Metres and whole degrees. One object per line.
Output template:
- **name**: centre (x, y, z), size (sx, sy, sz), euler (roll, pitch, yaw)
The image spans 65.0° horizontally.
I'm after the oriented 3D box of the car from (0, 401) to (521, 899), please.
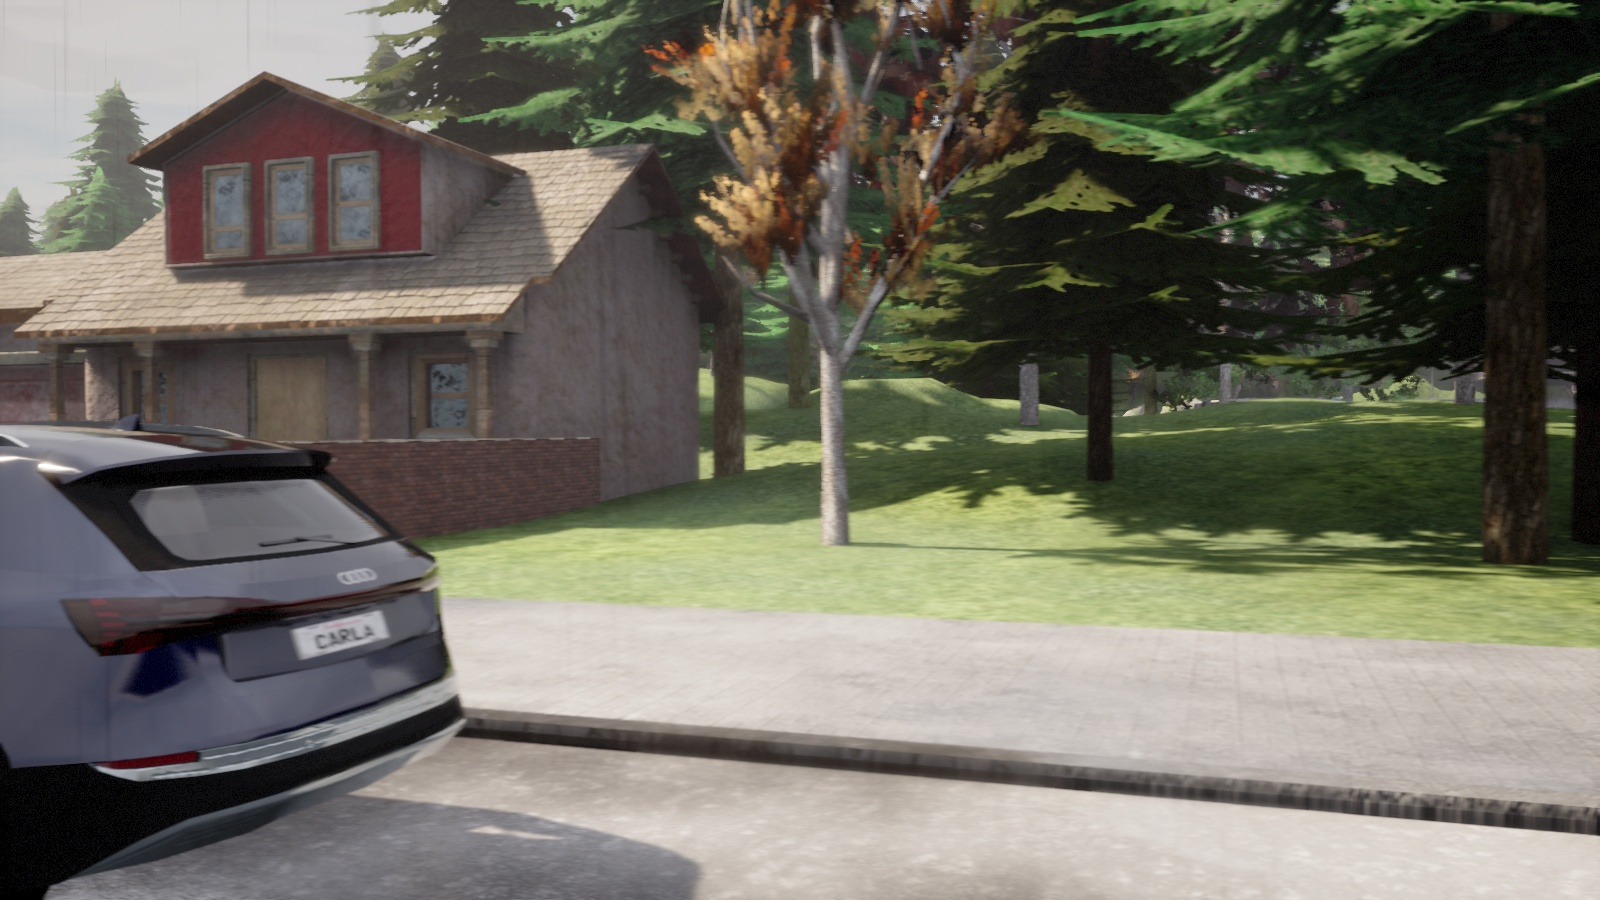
- **car**: centre (-3.782, 0.662, 4.998), size (4.856, 1.649, 2.033), euler (1, 1, 18)
